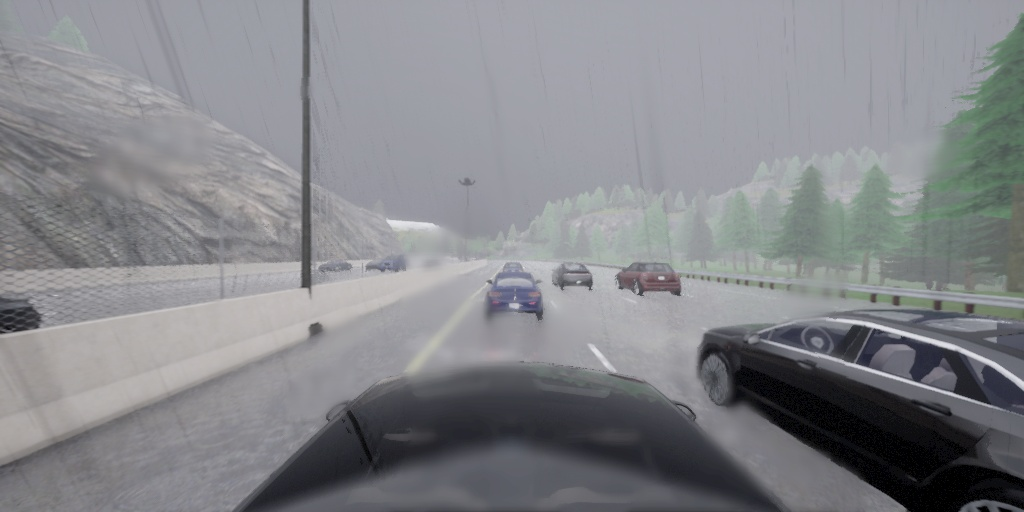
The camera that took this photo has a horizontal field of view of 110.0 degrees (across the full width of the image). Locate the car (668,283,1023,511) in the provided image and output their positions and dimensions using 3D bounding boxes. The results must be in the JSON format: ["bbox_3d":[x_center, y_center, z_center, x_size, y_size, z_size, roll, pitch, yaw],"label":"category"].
[{"bbox_3d":[3.599,1.239,3.275,2.128,1.511,4.902,0,0,0],"label":"car"}]

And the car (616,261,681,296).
[{"bbox_3d":[7.094,1.071,19.122,2.097,1.767,4.553,0,0,0],"label":"car"}]

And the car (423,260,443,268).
[{"bbox_3d":[-10.587,1.230,48.095,1.994,1.385,4.181,0,0,0],"label":"car"}]

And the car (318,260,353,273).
[{"bbox_3d":[-21.091,1.221,43.153,2.033,1.411,5.357,0,0,0],"label":"car"}]

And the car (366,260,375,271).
[{"bbox_3d":[-17.584,1.143,47.554,1.882,1.535,5.008,0,0,0],"label":"car"}]

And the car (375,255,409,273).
[{"bbox_3d":[-14.101,0.895,43.186,2.150,2.045,5.566,0,0,0],"label":"car"}]

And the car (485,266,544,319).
[{"bbox_3d":[0.082,1.256,12.514,1.812,1.442,4.674,0,0,0],"label":"car"}]

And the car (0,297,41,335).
[{"bbox_3d":[-10.601,1.248,5.233,1.837,1.490,4.892,0,0,0],"label":"car"}]

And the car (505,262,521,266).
[{"bbox_3d":[0.091,1.244,30.840,2.033,1.411,5.357,0,0,0],"label":"car"}]

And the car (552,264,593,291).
[{"bbox_3d":[3.592,1.205,21.720,2.128,1.511,4.902,0,0,0],"label":"car"}]
